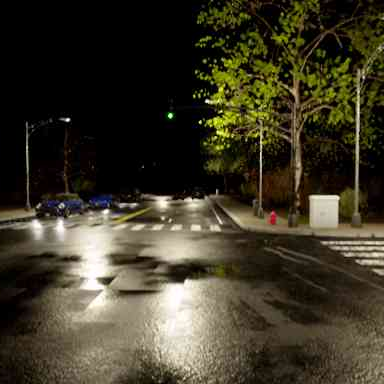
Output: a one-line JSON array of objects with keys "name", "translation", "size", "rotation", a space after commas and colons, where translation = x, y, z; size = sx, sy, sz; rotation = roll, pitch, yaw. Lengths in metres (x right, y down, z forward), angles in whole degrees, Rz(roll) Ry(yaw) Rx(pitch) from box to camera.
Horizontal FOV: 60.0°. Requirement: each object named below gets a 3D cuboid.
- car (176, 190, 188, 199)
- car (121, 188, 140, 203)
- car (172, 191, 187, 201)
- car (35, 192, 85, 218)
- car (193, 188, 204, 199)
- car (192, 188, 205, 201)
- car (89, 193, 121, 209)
[{"name": "car", "translation": [-1.963, 0.486, 65.088], "size": [2.128, 1.511, 4.902], "rotation": [0, 1, 1]}, {"name": "car", "translation": [-8.952, 0.452, 48.364], "size": [2.150, 2.045, 5.566], "rotation": [0, 1, 2]}, {"name": "car", "translation": [-2.226, 0.697, 54.674], "size": [2.033, 1.411, 5.357], "rotation": [0, 1, 1]}, {"name": "car", "translation": [-9.579, 0.920, 24.461], "size": [2.097, 1.767, 4.553], "rotation": [0, 1, 2]}, {"name": "car", "translation": [1.287, 0.223, 65.031], "size": [2.150, 2.045, 5.566], "rotation": [0, 1, 1]}, {"name": "car", "translation": [1.033, 0.505, 54.975], "size": [2.097, 1.767, 4.553], "rotation": [0, 1, 1]}, {"name": "car", "translation": [-9.303, 0.895, 35.212], "size": [1.882, 1.535, 5.008], "rotation": [0, 1, 2]}]
